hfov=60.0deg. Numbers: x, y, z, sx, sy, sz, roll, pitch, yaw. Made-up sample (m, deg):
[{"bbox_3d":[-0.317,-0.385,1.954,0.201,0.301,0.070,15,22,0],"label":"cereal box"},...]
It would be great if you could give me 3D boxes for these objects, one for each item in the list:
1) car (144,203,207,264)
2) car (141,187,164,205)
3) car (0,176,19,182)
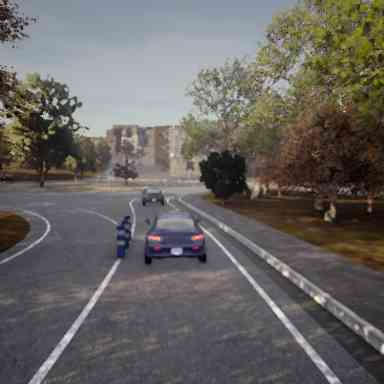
[{"bbox_3d":[-0.610,1.336,11.147,1.812,1.442,4.674,0,2,-5],"label":"car"},{"bbox_3d":[-3.487,0.300,29.514,1.812,1.442,4.674,-1,5,-9],"label":"car"},{"bbox_3d":[-36.988,-2.545,65.626,1.895,1.301,4.718,3,5,34],"label":"car"}]
